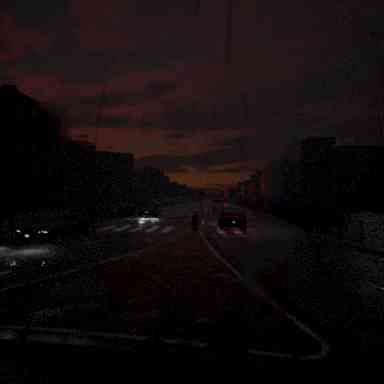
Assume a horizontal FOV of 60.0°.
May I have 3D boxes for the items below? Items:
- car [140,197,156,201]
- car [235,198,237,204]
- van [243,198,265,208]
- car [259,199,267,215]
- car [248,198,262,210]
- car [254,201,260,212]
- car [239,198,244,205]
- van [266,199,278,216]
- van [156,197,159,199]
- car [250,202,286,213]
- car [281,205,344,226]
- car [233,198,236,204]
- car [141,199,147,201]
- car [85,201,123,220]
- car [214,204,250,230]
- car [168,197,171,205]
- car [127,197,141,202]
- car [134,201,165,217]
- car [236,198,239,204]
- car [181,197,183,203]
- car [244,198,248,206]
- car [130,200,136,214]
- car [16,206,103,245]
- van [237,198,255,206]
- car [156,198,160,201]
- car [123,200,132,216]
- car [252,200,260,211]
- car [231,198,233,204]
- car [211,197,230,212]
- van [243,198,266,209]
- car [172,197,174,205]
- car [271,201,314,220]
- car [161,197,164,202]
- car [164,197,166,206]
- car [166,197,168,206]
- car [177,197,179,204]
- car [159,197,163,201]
[{"bbox_3d":[-8.512,1.785,48.277,5.566,2.045,2.435,1,-1,3],"label":"car"},{"bbox_3d":[13.387,2.710,78.631,4.892,1.521,2.231,1,-1,3],"label":"car"},{"bbox_3d":[13.052,2.382,70.303,4.442,1.987,1.878,1,-1,3],"label":"van"},{"bbox_3d":[11.423,2.200,42.560,4.553,1.767,2.185,1,0,3],"label":"car"},{"bbox_3d":[11.886,2.152,50.885,5.566,2.045,2.435,1,0,3],"label":"car"},{"bbox_3d":[11.546,2.352,45.460,5.008,1.535,2.097,1,0,3],"label":"car"},{"bbox_3d":[12.656,2.292,64.759,5.566,2.045,2.435,1,-1,3],"label":"car"},{"bbox_3d":[10.976,2.041,37.142,4.442,1.987,1.878,1,-1,3],"label":"van"},{"bbox_3d":[-8.065,1.868,53.775,4.442,1.987,1.878,1,-1,3],"label":"van"},{"bbox_3d":[12.192,2.429,53.650,5.366,1.575,1.946,1,-1,3],"label":"car"},{"bbox_3d":[10.596,2.178,28.804,4.792,1.488,2.163,1,-1,3],"label":"car"},{"bbox_3d":[13.524,2.494,81.412,5.566,2.045,2.435,1,-1,3],"label":"car"},{"bbox_3d":[-8.795,1.983,42.768,4.892,1.521,2.231,1,-1,3],"label":"car"},{"bbox_3d":[-9.359,1.719,31.747,4.553,1.767,2.185,1,-1,3],"label":"car"},{"bbox_3d":[2.961,1.969,25.582,1.882,1.535,5.008,1,-1,1],"label":"car"},{"bbox_3d":[-7.426,2.243,67.543,4.892,1.521,2.231,1,-1,3],"label":"car"},{"bbox_3d":[-8.907,1.826,40.010,4.553,1.767,2.185,1,-1,3],"label":"car"},{"bbox_3d":[-4.578,2.024,36.393,1.994,1.385,4.181,1,-2,3],"label":"car"},{"bbox_3d":[13.209,2.702,75.858,4.792,1.488,2.163,1,-1,3],"label":"car"},{"bbox_3d":[-5.931,2.620,95.072,5.008,1.535,2.097,1,-1,3],"label":"car"},{"bbox_3d":[12.144,2.205,56.564,5.566,2.045,2.435,1,-1,3],"label":"car"},{"bbox_3d":[-9.089,1.957,37.256,4.674,1.452,2.002,1,-1,3],"label":"car"},{"bbox_3d":[-6.647,1.709,16.852,1.837,1.490,4.892,1,-1,13],"label":"car"},{"bbox_3d":[13.589,2.556,84.189,4.442,1.987,1.878,1,-1,3],"label":"van"},{"bbox_3d":[-8.152,2.064,51.016,5.366,1.575,1.946,1,-1,3],"label":"car"},{"bbox_3d":[-9.247,1.883,34.505,5.008,1.535,2.097,1,-1,3],"label":"car"},{"bbox_3d":[11.704,2.378,48.110,4.892,1.521,2.231,1,0,3],"label":"car"},{"bbox_3d":[13.671,2.817,86.965,5.366,1.575,1.946,1,-1,3],"label":"car"},{"bbox_3d":[4.144,2.016,50.978,2.150,2.045,5.566,1,0,3],"label":"car"},{"bbox_3d":[12.665,2.345,67.543,4.442,1.987,1.878,1,-1,3],"label":"van"},{"bbox_3d":[-7.124,2.310,73.049,4.892,1.521,2.231,1,-1,3],"label":"car"},{"bbox_3d":[10.960,2.105,34.229,4.553,1.767,2.185,1,-1,3],"label":"car"},{"bbox_3d":[-7.913,2.022,59.289,4.553,1.767,2.185,1,-1,3],"label":"car"},{"bbox_3d":[-7.762,2.052,62.041,4.553,1.767,2.185,1,-1,3],"label":"car"},{"bbox_3d":[-7.549,2.084,64.791,4.553,1.767,2.185,1,-1,3],"label":"car"},{"bbox_3d":[-6.713,2.450,84.071,5.366,1.575,1.946,1,-1,3],"label":"car"},{"bbox_3d":[-8.040,2.120,56.533,5.008,1.535,2.097,1,-1,3],"label":"car"}]
